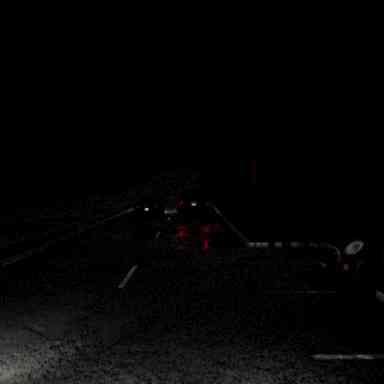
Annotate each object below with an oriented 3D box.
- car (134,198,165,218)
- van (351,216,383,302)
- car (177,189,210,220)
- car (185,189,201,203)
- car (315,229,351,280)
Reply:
[{"bbox_3d":[-3.141,1.113,25.049,1.994,1.385,4.181,0,2,0],"label":"car"},{"bbox_3d":[5.424,1.195,5.639,4.442,1.987,1.878,0,1,0],"label":"van"},{"bbox_3d":[0.104,0.813,23.554,2.150,2.045,5.566,0,2,0],"label":"car"},{"bbox_3d":[0.116,0.463,41.600,1.882,1.535,5.008,0,2,0],"label":"car"},{"bbox_3d":[5.571,1.257,8.393,4.553,1.767,2.185,0,1,0],"label":"car"}]
